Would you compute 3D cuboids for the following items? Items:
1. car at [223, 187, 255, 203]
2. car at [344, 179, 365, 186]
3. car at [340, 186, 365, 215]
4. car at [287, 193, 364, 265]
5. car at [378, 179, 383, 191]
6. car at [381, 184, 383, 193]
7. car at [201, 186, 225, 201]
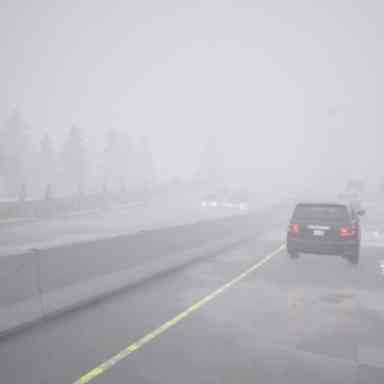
[{"bbox_3d":[5.407,0.196,35.680,1.812,1.442,4.674,0,6,28],"label":"car"},{"bbox_3d":[18.805,-0.763,38.477,1.837,1.490,4.892,0,7,28],"label":"car"},{"bbox_3d":[12.388,0.703,26.293,2.128,1.511,4.902,0,5,28],"label":"car"},{"bbox_3d":[5.067,1.251,12.392,2.150,2.045,5.566,0,2,28],"label":"car"},{"bbox_3d":[21.901,-0.745,36.846,1.837,1.490,4.892,0,7,28],"label":"car"},{"bbox_3d":[15.488,0.578,24.664,2.097,1.767,4.553,0,5,28],"label":"car"},{"bbox_3d":[2.953,0.055,38.493,2.033,1.411,5.357,0,7,28],"label":"car"}]
